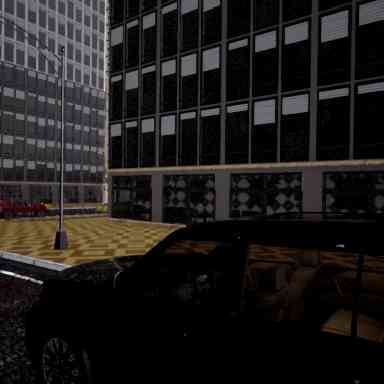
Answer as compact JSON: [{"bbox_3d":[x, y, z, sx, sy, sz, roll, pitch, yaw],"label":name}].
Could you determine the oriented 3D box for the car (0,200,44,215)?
[{"bbox_3d":[-19.193,1.639,36.615,1.837,1.490,4.892,1,0,37],"label":"car"}]

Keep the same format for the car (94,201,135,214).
[{"bbox_3d":[-9.301,1.829,40.239,1.752,1.417,4.829,1,0,37],"label":"car"}]

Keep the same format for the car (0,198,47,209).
[{"bbox_3d":[-16.126,1.518,31.048,2.192,1.841,5.009,1,0,37],"label":"car"}]

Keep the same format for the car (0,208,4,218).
[{"bbox_3d":[-7.283,1.347,8.905,4.553,1.767,2.097,0,0,36],"label":"car"}]

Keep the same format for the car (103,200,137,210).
[{"bbox_3d":[-10.455,1.862,48.375,1.895,1.301,4.718,1,0,37],"label":"car"}]

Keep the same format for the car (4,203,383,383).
[{"bbox_3d":[0.699,1.221,3.184,5.566,2.045,2.150,0,0,36],"label":"car"}]

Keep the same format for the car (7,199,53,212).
[{"bbox_3d":[-19.596,1.642,40.433,1.752,1.417,4.829,1,0,37],"label":"car"}]
